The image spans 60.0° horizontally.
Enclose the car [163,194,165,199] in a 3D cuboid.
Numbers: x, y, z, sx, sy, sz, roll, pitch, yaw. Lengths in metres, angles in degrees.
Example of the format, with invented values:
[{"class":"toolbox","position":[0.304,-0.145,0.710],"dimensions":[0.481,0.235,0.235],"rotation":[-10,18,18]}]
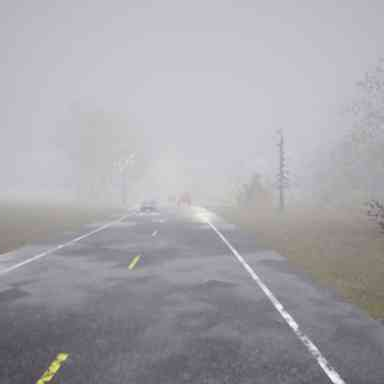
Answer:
[{"class":"car","position":[-7.140,1.206,94.294],"dimensions":[2.033,1.411,5.357],"rotation":[0,0,-9]}]

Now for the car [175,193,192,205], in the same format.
[{"class":"car","position":[-1.298,1.161,55.719],"dimensions":[2.150,2.045,5.566],"rotation":[0,0,-5]}]

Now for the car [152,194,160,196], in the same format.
[{"class":"car","position":[-8.503,1.044,78.440],"dimensions":[1.882,1.535,5.008],"rotation":[0,0,-7]}]

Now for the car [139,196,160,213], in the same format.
[{"class":"car","position":[-4.771,1.529,37.389],"dimensions":[2.033,1.411,5.357],"rotation":[0,0,-3]}]

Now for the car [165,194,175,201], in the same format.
[{"class":"car","position":[-4.554,1.313,75.165],"dimensions":[1.837,1.490,4.892],"rotation":[0,0,-7]}]
